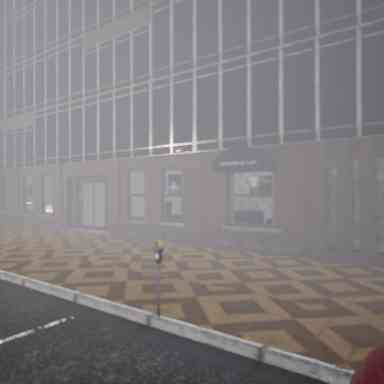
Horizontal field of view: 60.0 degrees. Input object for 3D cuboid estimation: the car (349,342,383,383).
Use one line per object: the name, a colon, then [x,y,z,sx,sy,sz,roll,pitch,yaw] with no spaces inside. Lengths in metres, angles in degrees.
car: [2.980,1.318,0.755,5.009,1.841,2.192,0,0,35]
